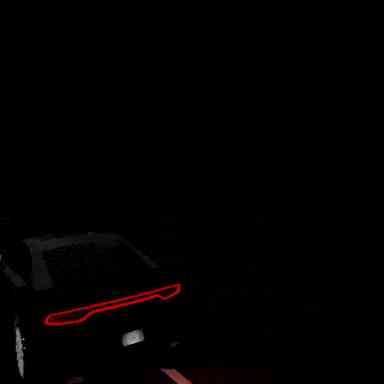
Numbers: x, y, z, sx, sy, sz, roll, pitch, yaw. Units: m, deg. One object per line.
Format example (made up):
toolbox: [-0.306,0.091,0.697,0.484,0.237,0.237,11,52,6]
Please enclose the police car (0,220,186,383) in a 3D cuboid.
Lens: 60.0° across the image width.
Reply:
police car: [-2.142,1.325,5.612,1.930,1.638,5.238,-3,2,-36]
